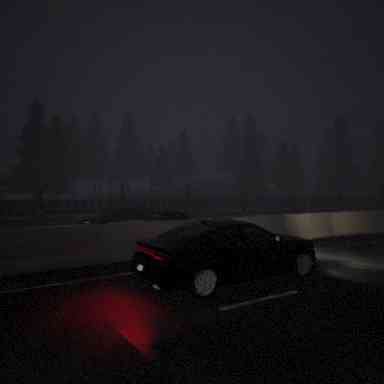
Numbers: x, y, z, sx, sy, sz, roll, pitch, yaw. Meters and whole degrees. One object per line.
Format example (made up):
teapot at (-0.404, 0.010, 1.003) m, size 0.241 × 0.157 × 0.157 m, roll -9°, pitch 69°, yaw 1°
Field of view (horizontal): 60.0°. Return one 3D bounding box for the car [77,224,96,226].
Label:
car at (-3.944, 1.490, 17.798) m, size 4.181 × 1.385 × 1.994 m, roll 0°, pitch 0°, yaw -31°

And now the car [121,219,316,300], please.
car at (0.989, 1.436, 8.346) m, size 5.008 × 1.535 × 1.882 m, roll 0°, pitch 0°, yaw -32°
